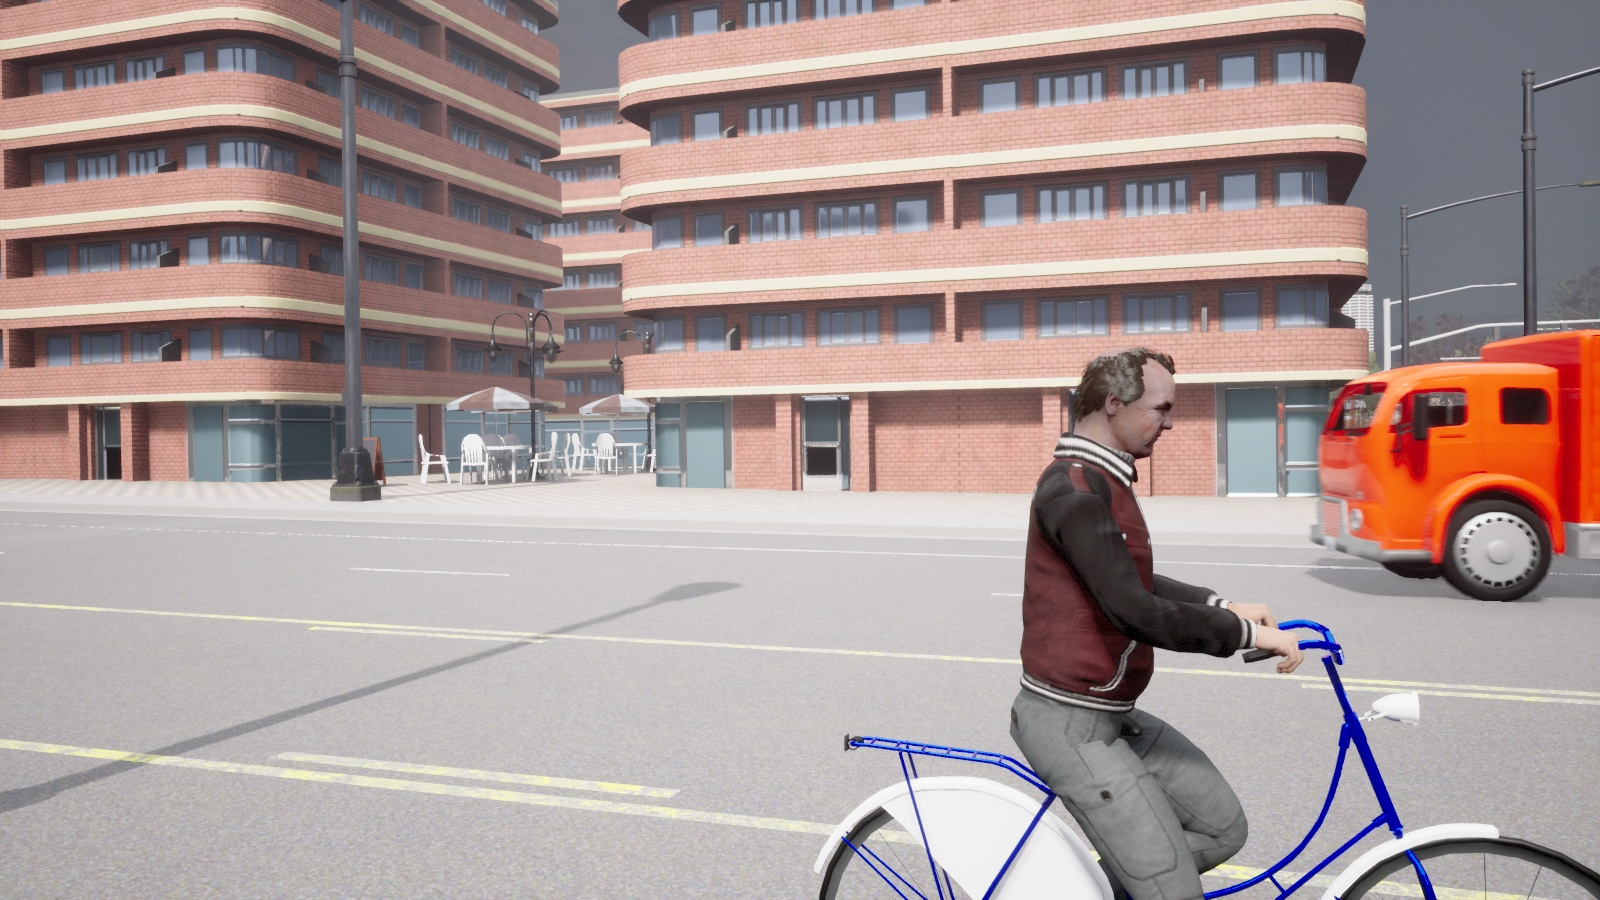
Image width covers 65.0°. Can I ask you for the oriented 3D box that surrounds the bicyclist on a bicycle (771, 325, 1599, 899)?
[{"bbox_3d":[0.913,0.654,2.814,1.843,1.776,0.659,0,1,18],"label":"bicyclist on a bicycle"}]

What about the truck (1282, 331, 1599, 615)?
[{"bbox_3d":[7.719,0.178,12.118,5.204,2.467,2.627,0,1,6],"label":"truck"}]
